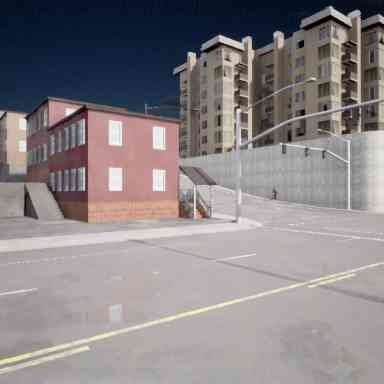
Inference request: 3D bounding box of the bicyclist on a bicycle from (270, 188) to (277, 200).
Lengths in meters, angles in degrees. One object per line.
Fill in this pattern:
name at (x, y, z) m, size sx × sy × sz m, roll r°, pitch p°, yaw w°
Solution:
bicyclist on a bicycle at (11.200, 0.301, 45.389) m, size 1.656 × 1.620 × 0.582 m, roll 0°, pitch 6°, yaw -35°
